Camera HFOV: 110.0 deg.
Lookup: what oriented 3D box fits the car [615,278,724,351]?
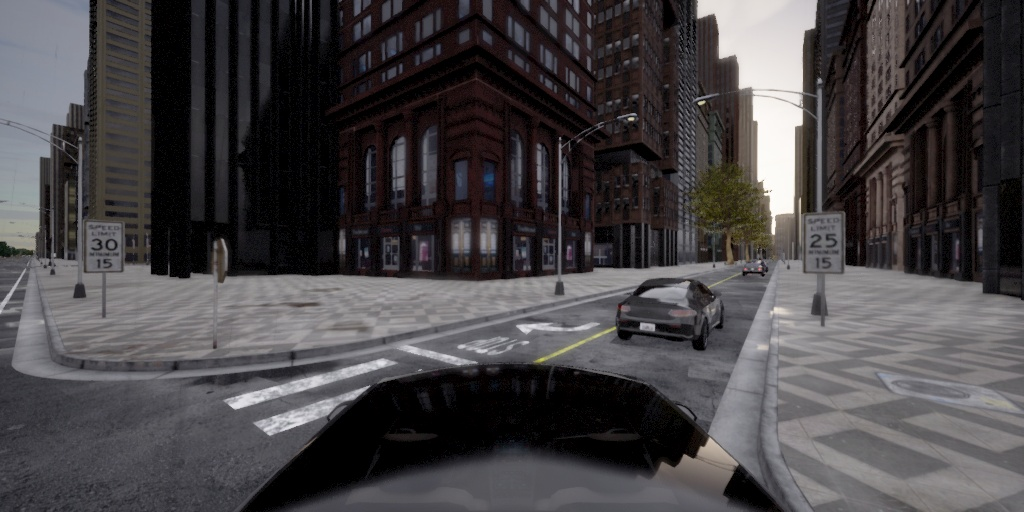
[{"bbox_3d":[4.126,1.278,9.120,1.812,1.442,4.674,0,0,37],"label":"car"}]

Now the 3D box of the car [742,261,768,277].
[{"bbox_3d":[24.536,1.318,36.332,2.033,1.411,5.357,0,0,37],"label":"car"}]
